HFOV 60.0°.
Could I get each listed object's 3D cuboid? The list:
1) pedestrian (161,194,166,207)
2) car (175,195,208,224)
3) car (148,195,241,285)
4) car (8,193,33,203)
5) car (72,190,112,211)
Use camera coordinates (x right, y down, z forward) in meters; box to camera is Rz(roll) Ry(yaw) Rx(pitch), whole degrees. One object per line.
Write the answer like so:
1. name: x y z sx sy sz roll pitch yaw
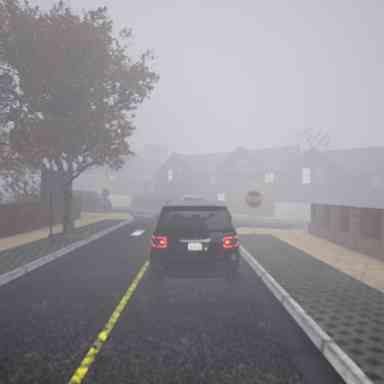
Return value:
1. pedestrian: -3.252 1.118 37.053 0.375 1.860 0.375 -1 -5 32
2. car: -0.172 1.306 27.075 2.150 2.045 5.566 2 -1 -5
3. car: 0.058 1.235 9.710 2.150 2.045 5.566 0 0 0
4. car: -20.298 0.845 40.751 5.357 1.411 2.033 2 0 32
5. car: -10.915 0.873 34.925 5.566 2.045 2.150 2 0 32
